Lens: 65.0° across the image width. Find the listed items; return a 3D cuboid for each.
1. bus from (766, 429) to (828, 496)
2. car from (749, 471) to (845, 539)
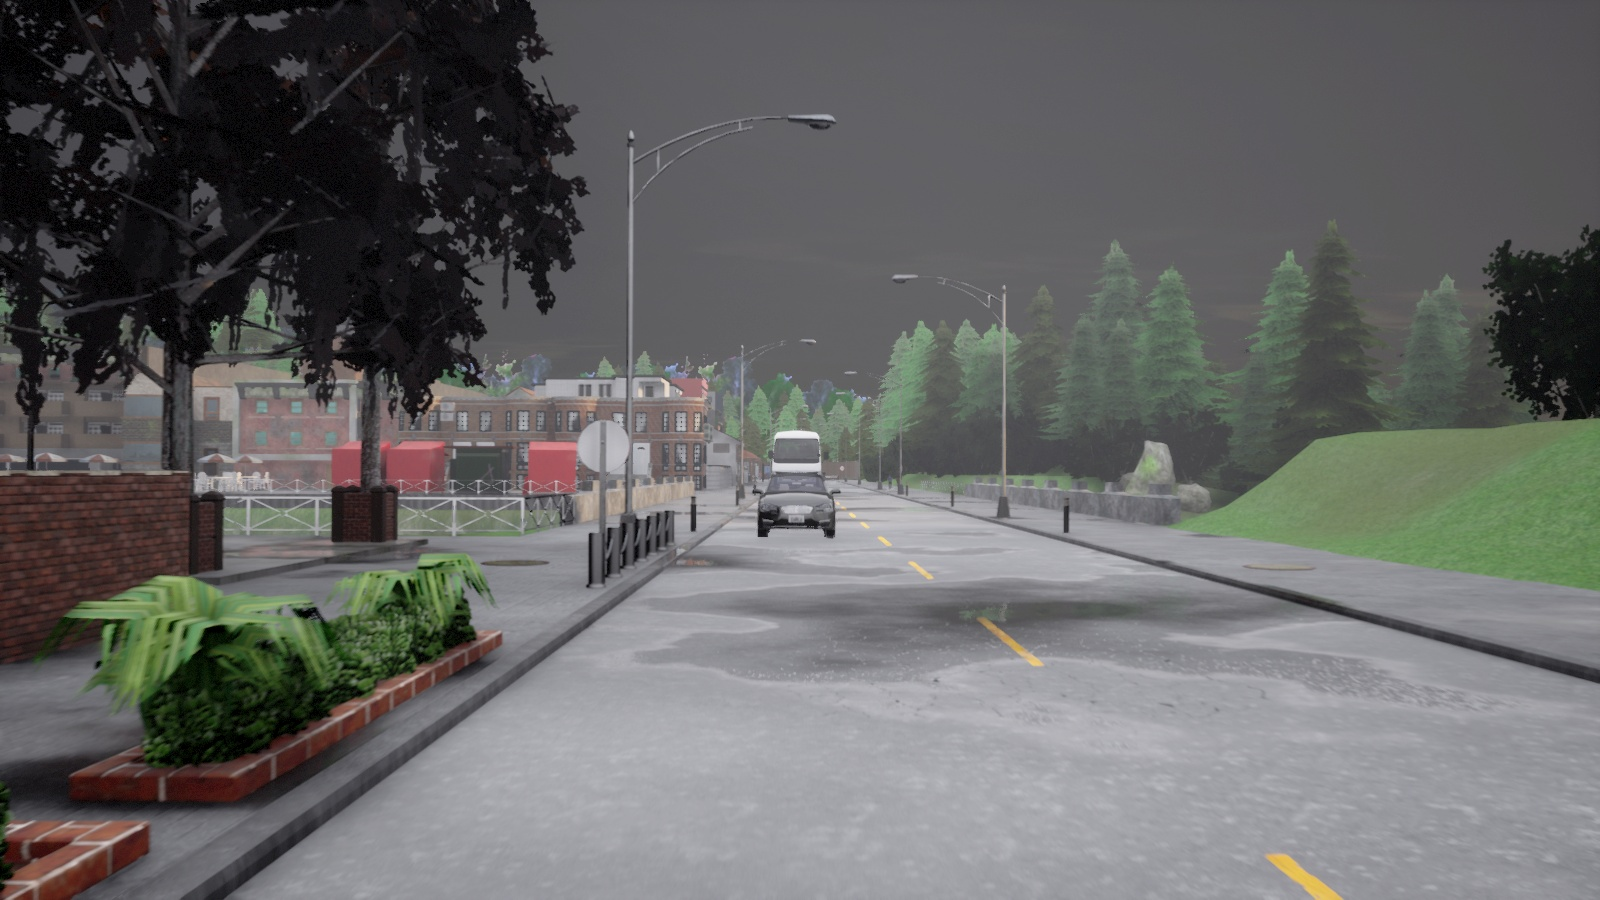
[{"bbox_3d":[-0.212,0.866,85.246,3.944,4.253,10.273,0,-1,0],"label":"bus"},{"bbox_3d":[-0.074,1.282,30.560,2.128,1.511,4.902,0,-1,0],"label":"car"}]
